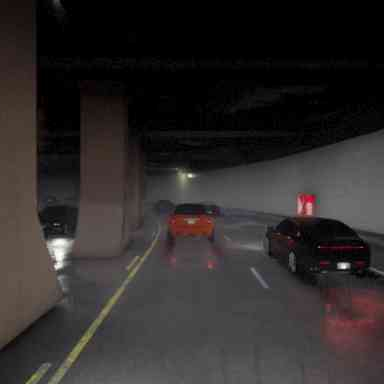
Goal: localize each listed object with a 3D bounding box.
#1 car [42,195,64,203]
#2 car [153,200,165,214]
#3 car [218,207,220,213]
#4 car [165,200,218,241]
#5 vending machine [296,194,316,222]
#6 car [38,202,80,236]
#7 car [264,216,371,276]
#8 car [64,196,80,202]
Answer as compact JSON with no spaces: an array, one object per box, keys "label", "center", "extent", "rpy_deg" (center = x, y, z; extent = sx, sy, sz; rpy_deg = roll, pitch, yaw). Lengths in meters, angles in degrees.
[{"label":"car","center":[-23.740,1.357,56.112],"extent":[2.097,1.767,4.553],"rpy_deg":[0,0,-38]},{"label":"car","center":[-3.011,1.528,35.389],"extent":[1.812,1.442,4.674],"rpy_deg":[0,0,-14]},{"label":"car","center":[1.215,1.603,32.945],"extent":[1.895,1.301,4.718],"rpy_deg":[0,0,-12]},{"label":"car","center":[-0.146,1.353,16.864],"extent":[2.097,1.767,4.553],"rpy_deg":[0,0,-3]},{"label":"vending machine","center":[8.595,1.197,25.081],"extent":[1.100,2.100,0.880],"rpy_deg":[0,0,-7]},{"label":"car","center":[-7.484,1.506,18.539],"extent":[1.837,1.490,4.892],"rpy_deg":[0,0,-5]},{"label":"car","center":[3.578,1.506,10.338],"extent":[1.837,1.490,4.892],"rpy_deg":[0,0,-1]},{"label":"car","center":[-21.105,1.509,58.456],"extent":[1.837,1.490,4.892],"rpy_deg":[1,0,-38]}]
